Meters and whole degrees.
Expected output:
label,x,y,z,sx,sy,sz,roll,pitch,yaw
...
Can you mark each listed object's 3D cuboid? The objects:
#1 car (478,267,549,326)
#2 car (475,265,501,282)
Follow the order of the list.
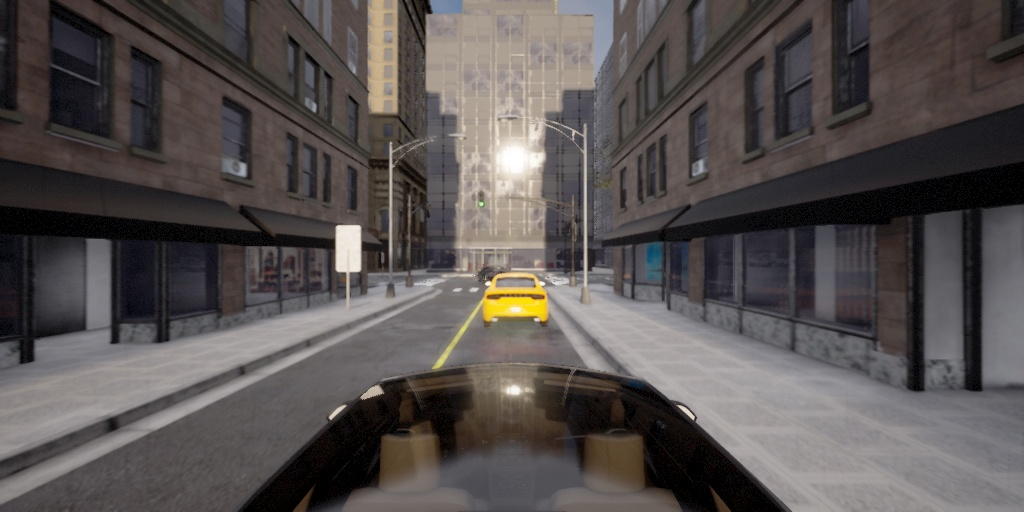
label,x,y,z,sx,sy,sz,roll,pitch,yaw
car,0.109,1.303,12.073,1.882,1.535,5.008,0,-1,0
car,-1.660,1.489,29.393,1.812,1.442,4.674,0,0,-20
